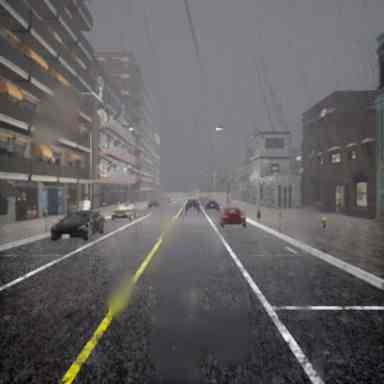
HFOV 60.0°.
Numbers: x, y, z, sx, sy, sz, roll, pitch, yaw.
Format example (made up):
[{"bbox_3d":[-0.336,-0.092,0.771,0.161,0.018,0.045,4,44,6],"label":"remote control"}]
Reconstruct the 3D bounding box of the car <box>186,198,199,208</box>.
[{"bbox_3d":[0.092,1.774,53.735,2.033,1.411,5.357,0,0,0],"label":"car"}]

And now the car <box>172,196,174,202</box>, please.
[{"bbox_3d":[-5.712,1.879,73.986,1.947,1.339,4.313,-1,0,0],"label":"car"}]

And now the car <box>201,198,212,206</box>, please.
[{"bbox_3d":[2.670,1.809,62.603,1.887,1.381,4.507,-1,0,0],"label":"car"}]

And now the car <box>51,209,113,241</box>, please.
[{"bbox_3d":[-5.702,1.638,17.212,1.947,1.339,4.313,-1,0,0],"label":"car"}]

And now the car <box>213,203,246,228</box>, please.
[{"bbox_3d":[2.677,1.677,22.862,1.802,1.307,4.206,-1,0,0],"label":"car"}]

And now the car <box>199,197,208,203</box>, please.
[{"bbox_3d":[2.668,1.902,79.635,1.947,1.339,4.313,-1,0,0],"label":"car"}]

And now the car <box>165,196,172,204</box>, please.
[{"bbox_3d":[-5.711,1.870,68.308,1.802,1.307,4.206,-1,0,0],"label":"car"}]

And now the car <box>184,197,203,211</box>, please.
[{"bbox_3d":[0.094,1.688,43.818,1.837,1.490,4.892,0,0,0],"label":"car"}]

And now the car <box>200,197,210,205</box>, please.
[{"bbox_3d":[2.669,1.814,68.451,1.752,1.417,4.829,-1,0,0],"label":"car"}]

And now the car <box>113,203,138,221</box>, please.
[{"bbox_3d":[-5.704,1.670,28.566,2.008,1.369,4.403,-1,0,0],"label":"car"}]

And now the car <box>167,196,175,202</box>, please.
[{"bbox_3d":[-5.717,1.826,91.018,1.967,1.590,4.097,-1,0,0],"label":"car"}]

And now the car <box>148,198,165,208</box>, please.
[{"bbox_3d":[-5.709,1.782,51.276,1.947,1.339,4.313,-1,0,0],"label":"car"}]

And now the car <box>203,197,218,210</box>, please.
[{"bbox_3d":[2.673,1.757,45.571,1.947,1.339,4.313,-1,0,0],"label":"car"}]
